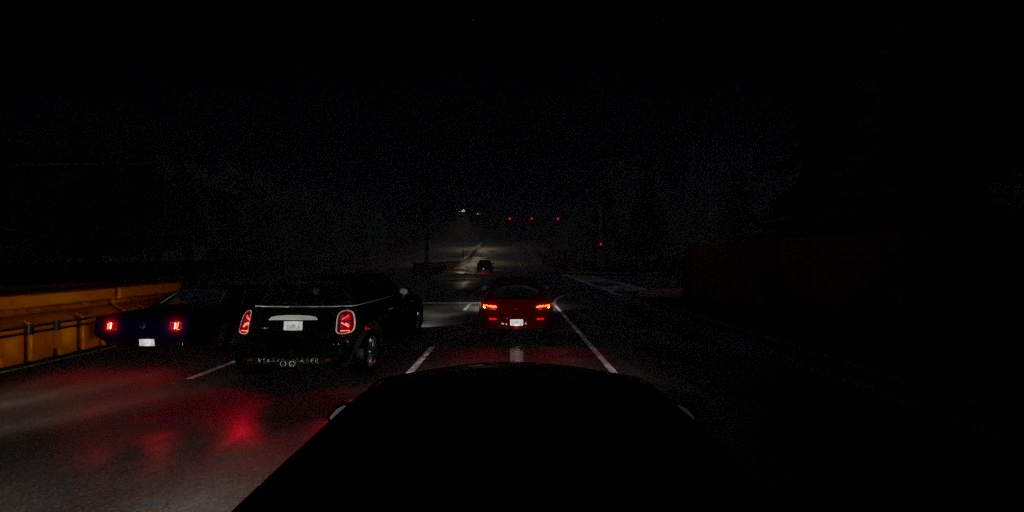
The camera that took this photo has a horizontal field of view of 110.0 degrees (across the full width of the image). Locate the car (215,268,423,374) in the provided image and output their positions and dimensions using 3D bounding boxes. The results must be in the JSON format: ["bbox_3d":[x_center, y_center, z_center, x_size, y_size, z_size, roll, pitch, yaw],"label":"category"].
[{"bbox_3d":[-3.399,1.102,7.690,2.097,1.767,4.553,0,0,0],"label":"car"}]

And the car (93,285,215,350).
[{"bbox_3d":[-6.900,1.351,9.004,1.895,1.301,4.718,0,0,0],"label":"car"}]

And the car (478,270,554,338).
[{"bbox_3d":[0.099,1.276,10.079,1.812,1.442,4.674,0,0,0],"label":"car"}]

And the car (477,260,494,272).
[{"bbox_3d":[-3.403,1.255,45.481,1.837,1.490,4.892,0,0,0],"label":"car"}]
